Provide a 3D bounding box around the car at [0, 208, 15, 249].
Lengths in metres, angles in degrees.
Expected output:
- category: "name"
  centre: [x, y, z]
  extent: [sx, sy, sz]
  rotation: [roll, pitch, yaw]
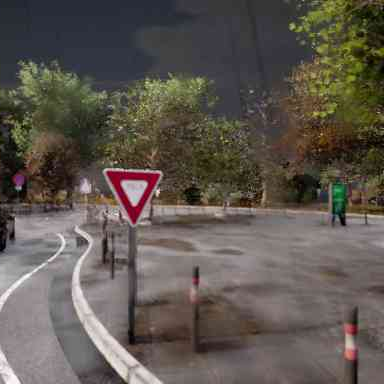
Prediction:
- category: "car"
  centre: [-8.264, 1.312, 13.232]
  extent: [1.882, 1.535, 5.008]
  rotation: [1, 0, -24]
